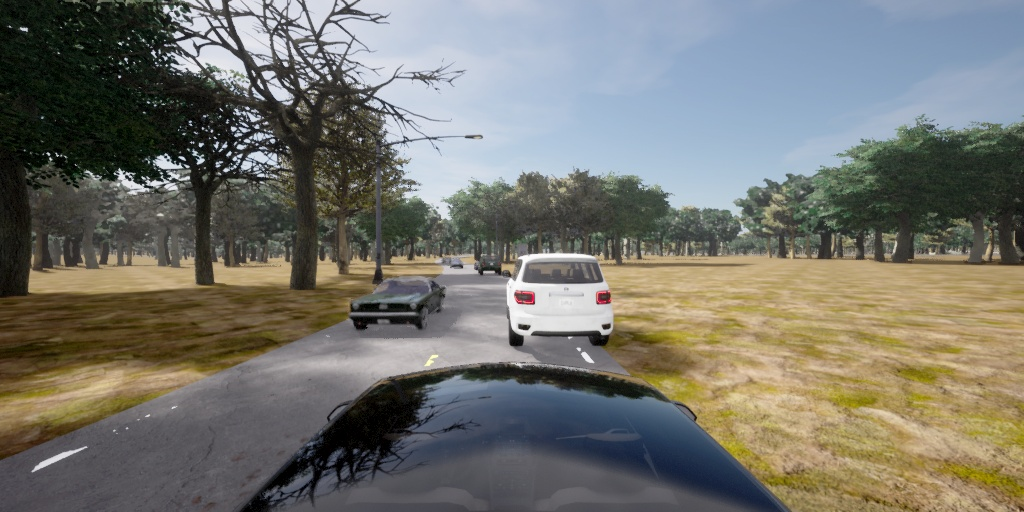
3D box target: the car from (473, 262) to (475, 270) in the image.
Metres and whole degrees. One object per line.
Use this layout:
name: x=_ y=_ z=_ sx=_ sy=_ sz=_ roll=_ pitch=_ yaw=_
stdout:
car: x=-4.035 y=1.194 z=48.061 sx=1.994 sy=1.385 sz=4.181 roll=0 pitch=0 yaw=-10

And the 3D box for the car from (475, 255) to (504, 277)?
car: x=-2.392 y=0.900 z=37.752 sx=2.150 sy=2.045 sz=5.566 roll=0 pitch=0 yaw=-9

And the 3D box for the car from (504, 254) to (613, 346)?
car: x=0.959 y=0.968 z=9.513 sx=2.150 sy=2.045 sz=5.566 roll=0 pitch=0 yaw=-2

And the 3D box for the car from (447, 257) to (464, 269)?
car: x=-8.147 y=1.160 z=52.718 sx=2.033 sy=1.411 sz=5.357 roll=0 pitch=0 yaw=-11

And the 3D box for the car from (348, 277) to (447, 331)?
car: x=-3.298 y=1.345 z=11.200 sx=1.895 sy=1.301 sz=4.718 roll=0 pitch=0 yaw=-2
